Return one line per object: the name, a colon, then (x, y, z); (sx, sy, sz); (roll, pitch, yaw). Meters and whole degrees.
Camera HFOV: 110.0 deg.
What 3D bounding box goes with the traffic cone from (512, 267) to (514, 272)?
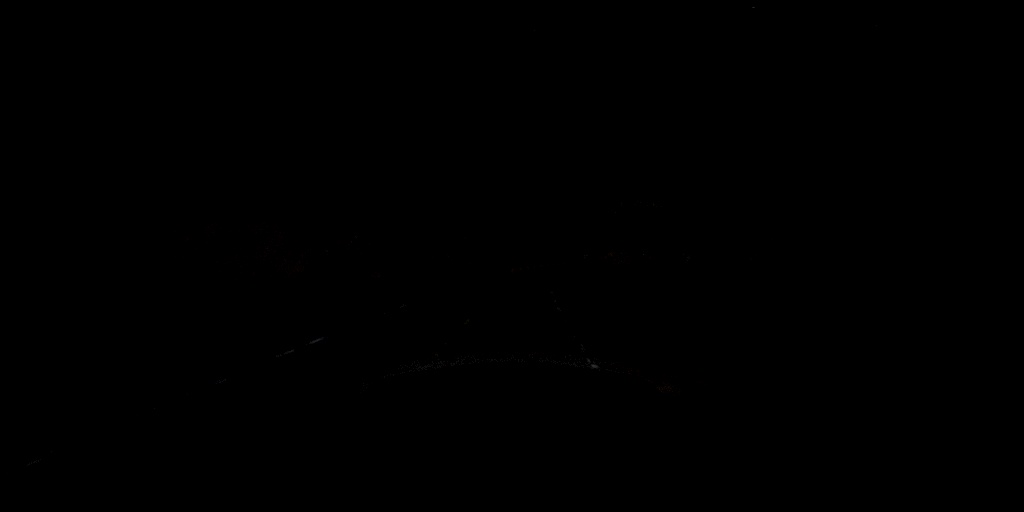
traffic cone: (0.079, 1.682, 44.795); (0.340, 0.580, 0.340); (0, 0, 12)
